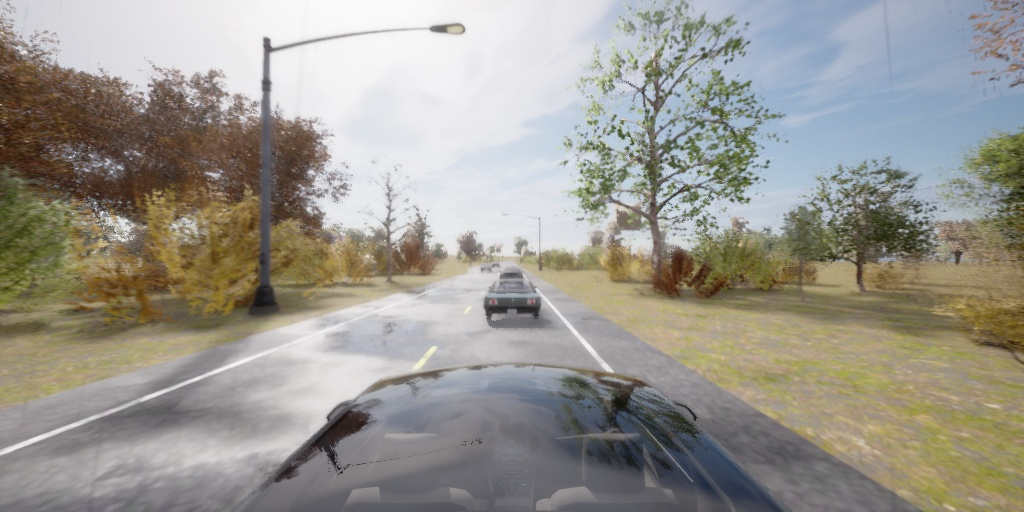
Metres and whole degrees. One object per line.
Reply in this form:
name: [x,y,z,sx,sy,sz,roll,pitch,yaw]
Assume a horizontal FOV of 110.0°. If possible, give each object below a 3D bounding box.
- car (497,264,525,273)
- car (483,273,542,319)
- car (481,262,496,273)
car: [-0.037,1.603,29.175,1.837,1.490,4.892,0,0,0]
car: [0.023,1.500,13.540,1.895,1.301,4.718,0,-1,0]
car: [-4.277,1.950,59.892,2.128,1.511,4.902,0,-1,-4]
